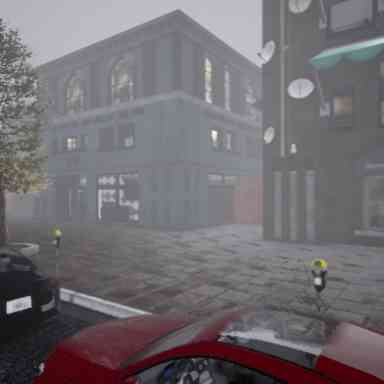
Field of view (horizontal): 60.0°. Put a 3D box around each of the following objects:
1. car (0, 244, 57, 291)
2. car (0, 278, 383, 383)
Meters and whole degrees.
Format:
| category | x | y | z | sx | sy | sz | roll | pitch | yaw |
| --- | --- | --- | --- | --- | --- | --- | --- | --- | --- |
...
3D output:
| category | x | y | z | sx | sy | sz | roll | pitch | yaw |
| --- | --- | --- | --- | --- | --- | --- | --- | --- | --- |
| car | -4.047 | 1.583 | 5.763 | 4.313 | 1.339 | 1.947 | 0 | 0 | 36 |
| car | 0.462 | 1.585 | 2.546 | 4.206 | 1.307 | 1.802 | 0 | 0 | 36 |
